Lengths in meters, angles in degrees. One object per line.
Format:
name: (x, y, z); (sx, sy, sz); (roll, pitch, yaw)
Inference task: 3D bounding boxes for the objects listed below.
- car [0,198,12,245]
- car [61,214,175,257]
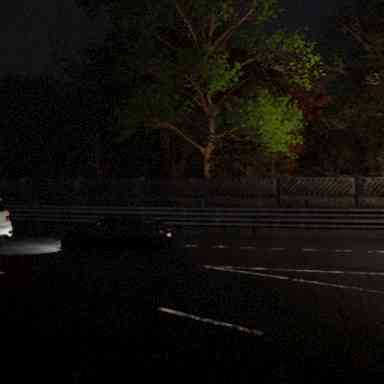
car: (-9.836, 1.189, 13.596); (5.566, 2.045, 2.150); (0, 0, 27)
car: (-2.752, 1.527, 12.573); (4.181, 1.385, 1.994); (0, 0, 14)
